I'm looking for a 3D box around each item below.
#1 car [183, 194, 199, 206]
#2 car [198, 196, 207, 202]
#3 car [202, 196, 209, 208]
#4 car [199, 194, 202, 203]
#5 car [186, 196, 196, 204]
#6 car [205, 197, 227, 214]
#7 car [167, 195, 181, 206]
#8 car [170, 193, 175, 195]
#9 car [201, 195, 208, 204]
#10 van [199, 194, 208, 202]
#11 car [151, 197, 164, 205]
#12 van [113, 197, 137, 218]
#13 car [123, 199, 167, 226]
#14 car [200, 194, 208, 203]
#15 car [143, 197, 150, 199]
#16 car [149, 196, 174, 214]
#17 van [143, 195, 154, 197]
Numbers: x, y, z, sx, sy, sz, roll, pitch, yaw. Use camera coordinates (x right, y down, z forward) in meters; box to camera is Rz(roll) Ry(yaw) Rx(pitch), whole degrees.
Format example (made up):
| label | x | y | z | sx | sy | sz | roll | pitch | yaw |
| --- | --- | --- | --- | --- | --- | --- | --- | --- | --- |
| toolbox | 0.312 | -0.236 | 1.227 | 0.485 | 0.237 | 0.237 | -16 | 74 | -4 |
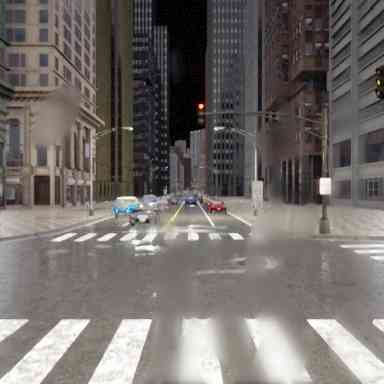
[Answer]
| label | x | y | z | sx | sy | sz | roll | pitch | yaw |
| --- | --- | --- | --- | --- | --- | --- | --- | --- | --- |
| car | -0.187 | 1.484 | 54.725 | 1.882 | 1.535 | 5.008 | 0 | 0 | 0 |
| car | 2.487 | 1.569 | 79.644 | 2.008 | 1.369 | 4.403 | 0 | 0 | 0 |
| car | 2.640 | 1.545 | 40.966 | 1.887 | 1.381 | 4.507 | 0 | 0 | 0 |
| car | 2.553 | 1.555 | 63.068 | 1.887 | 1.381 | 4.507 | 0 | 0 | 0 |
| car | -0.226 | 1.575 | 65.145 | 1.994 | 1.385 | 4.181 | 0 | 0 | 0 |
| car | 2.662 | 1.543 | 35.441 | 1.887 | 1.381 | 4.507 | 0 | 0 | 0 |
| car | -3.227 | 1.571 | 54.513 | 1.994 | 1.385 | 4.181 | 0 | 0 | 0 |
| car | -6.070 | 1.546 | 84.982 | 1.752 | 1.417 | 4.829 | 0 | 0 | 0 |
| car | 2.618 | 1.547 | 46.492 | 1.887 | 1.381 | 4.507 | 0 | 0 | 0 |
| van | 2.508 | 1.356 | 74.119 | 1.690 | 1.788 | 3.998 | 0 | 0 | 0 |
| car | -5.972 | 1.590 | 57.527 | 1.802 | 1.307 | 4.206 | 0 | 0 | 0 |
| van | -5.874 | 1.338 | 29.902 | 1.690 | 1.788 | 3.998 | 0 | 0 | 0 |
| car | -3.151 | 1.488 | 23.322 | 2.128 | 1.511 | 4.902 | 0 | 0 | -1 |
| car | 2.595 | 1.530 | 52.187 | 1.752 | 1.417 | 4.829 | 0 | 0 | 0 |
| car | -5.893 | 1.543 | 35.427 | 1.887 | 1.381 | 4.507 | 0 | 0 | 0 |
| car | -3.212 | 1.524 | 35.568 | 1.812 | 1.442 | 4.674 | 0 | 0 | 0 |
| van | -5.934 | 1.344 | 46.477 | 1.690 | 1.788 | 3.998 | 0 | 0 | 0 |
